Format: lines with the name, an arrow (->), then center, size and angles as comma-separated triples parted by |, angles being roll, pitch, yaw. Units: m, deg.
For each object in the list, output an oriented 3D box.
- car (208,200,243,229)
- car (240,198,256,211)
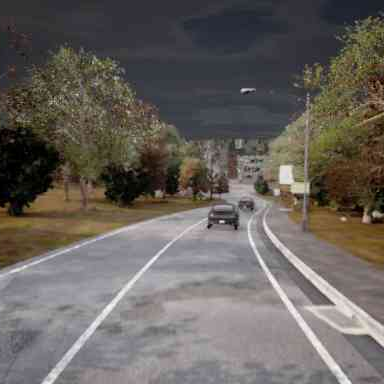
car -> 2.142, 1.488, 21.711 | 1.837, 1.490, 4.892 | 1, 0, 10
car -> 6.927, 1.505, 42.225 | 1.837, 1.490, 4.892 | 1, 0, 15
